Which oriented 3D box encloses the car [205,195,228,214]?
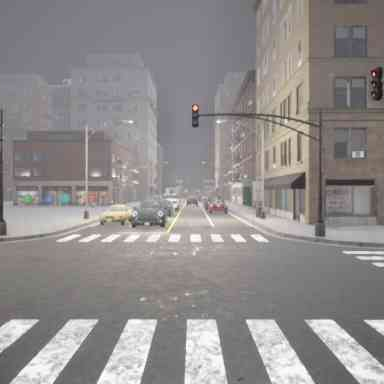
[{"bbox_3d":[2.677,1.436,35.423,1.967,1.590,4.097,0,0,0],"label":"car"}]

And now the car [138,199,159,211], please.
[{"bbox_3d":[-5.342,1.546,41.095,2.008,1.369,4.403,0,0,0],"label":"car"}]

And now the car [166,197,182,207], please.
[{"bbox_3d":[-2.747,1.542,51.846,2.033,1.411,5.357,0,0,1],"label":"car"}]

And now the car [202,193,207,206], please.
[{"bbox_3d":[2.683,1.310,41.085,2.192,1.841,5.009,0,0,0],"label":"car"}]

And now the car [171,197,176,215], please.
[{"bbox_3d":[-2.804,1.500,31.615,1.837,1.490,4.892,0,0,0],"label":"car"}]

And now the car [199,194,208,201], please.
[{"bbox_3d":[2.729,1.308,80.718,2.192,1.841,5.009,0,0,0],"label":"car"}]

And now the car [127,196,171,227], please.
[{"bbox_3d":[-2.777,1.349,22.427,2.097,1.767,4.553,0,0,-1],"label":"car"}]

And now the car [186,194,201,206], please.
[{"bbox_3d":[0.062,1.499,54.044,1.837,1.490,4.892,0,0,0],"label":"car"}]

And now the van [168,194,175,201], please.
[{"bbox_3d":[-5.290,1.335,86.390,1.690,1.788,3.998,0,0,0],"label":"van"}]

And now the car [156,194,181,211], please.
[{"bbox_3d":[-2.759,1.216,41.427,2.150,2.045,5.566,0,0,0],"label":"car"}]

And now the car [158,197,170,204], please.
[{"bbox_3d":[-5.316,1.575,63.743,1.802,1.307,4.206,0,0,0],"label":"car"}]

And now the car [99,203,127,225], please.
[{"bbox_3d":[-5.361,1.522,23.939,1.752,1.417,4.829,0,0,0],"label":"car"}]

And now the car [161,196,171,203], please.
[{"bbox_3d":[-5.309,1.518,69.234,1.752,1.417,4.829,0,0,0],"label":"car"}]

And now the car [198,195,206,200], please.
[{"bbox_3d":[2.742,1.560,92.042,1.947,1.339,4.313,0,0,0],"label":"car"}]
